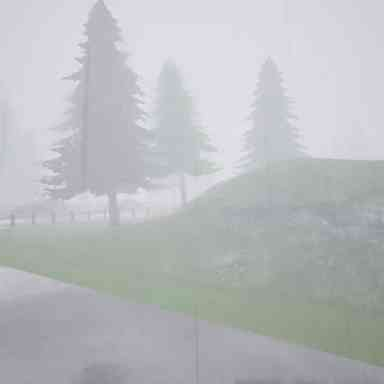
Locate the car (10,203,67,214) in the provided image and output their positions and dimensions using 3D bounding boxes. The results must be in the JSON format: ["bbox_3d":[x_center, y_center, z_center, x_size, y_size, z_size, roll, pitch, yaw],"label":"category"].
[{"bbox_3d":[-14.201,1.386,31.023,2.128,1.511,4.902,0,0,44],"label":"car"}]

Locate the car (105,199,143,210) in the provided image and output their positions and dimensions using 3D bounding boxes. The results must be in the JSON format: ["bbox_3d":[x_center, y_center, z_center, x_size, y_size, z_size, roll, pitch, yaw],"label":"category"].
[{"bbox_3d":[-7.571,1.466,37.357,4.181,1.385,1.994,0,0,-40],"label":"car"}]

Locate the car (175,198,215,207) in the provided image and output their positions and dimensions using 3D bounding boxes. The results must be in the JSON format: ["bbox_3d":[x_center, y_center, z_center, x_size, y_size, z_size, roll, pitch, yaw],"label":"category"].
[{"bbox_3d":[0.484,1.462,43.639,5.357,1.411,2.033,0,0,-35],"label":"car"}]
